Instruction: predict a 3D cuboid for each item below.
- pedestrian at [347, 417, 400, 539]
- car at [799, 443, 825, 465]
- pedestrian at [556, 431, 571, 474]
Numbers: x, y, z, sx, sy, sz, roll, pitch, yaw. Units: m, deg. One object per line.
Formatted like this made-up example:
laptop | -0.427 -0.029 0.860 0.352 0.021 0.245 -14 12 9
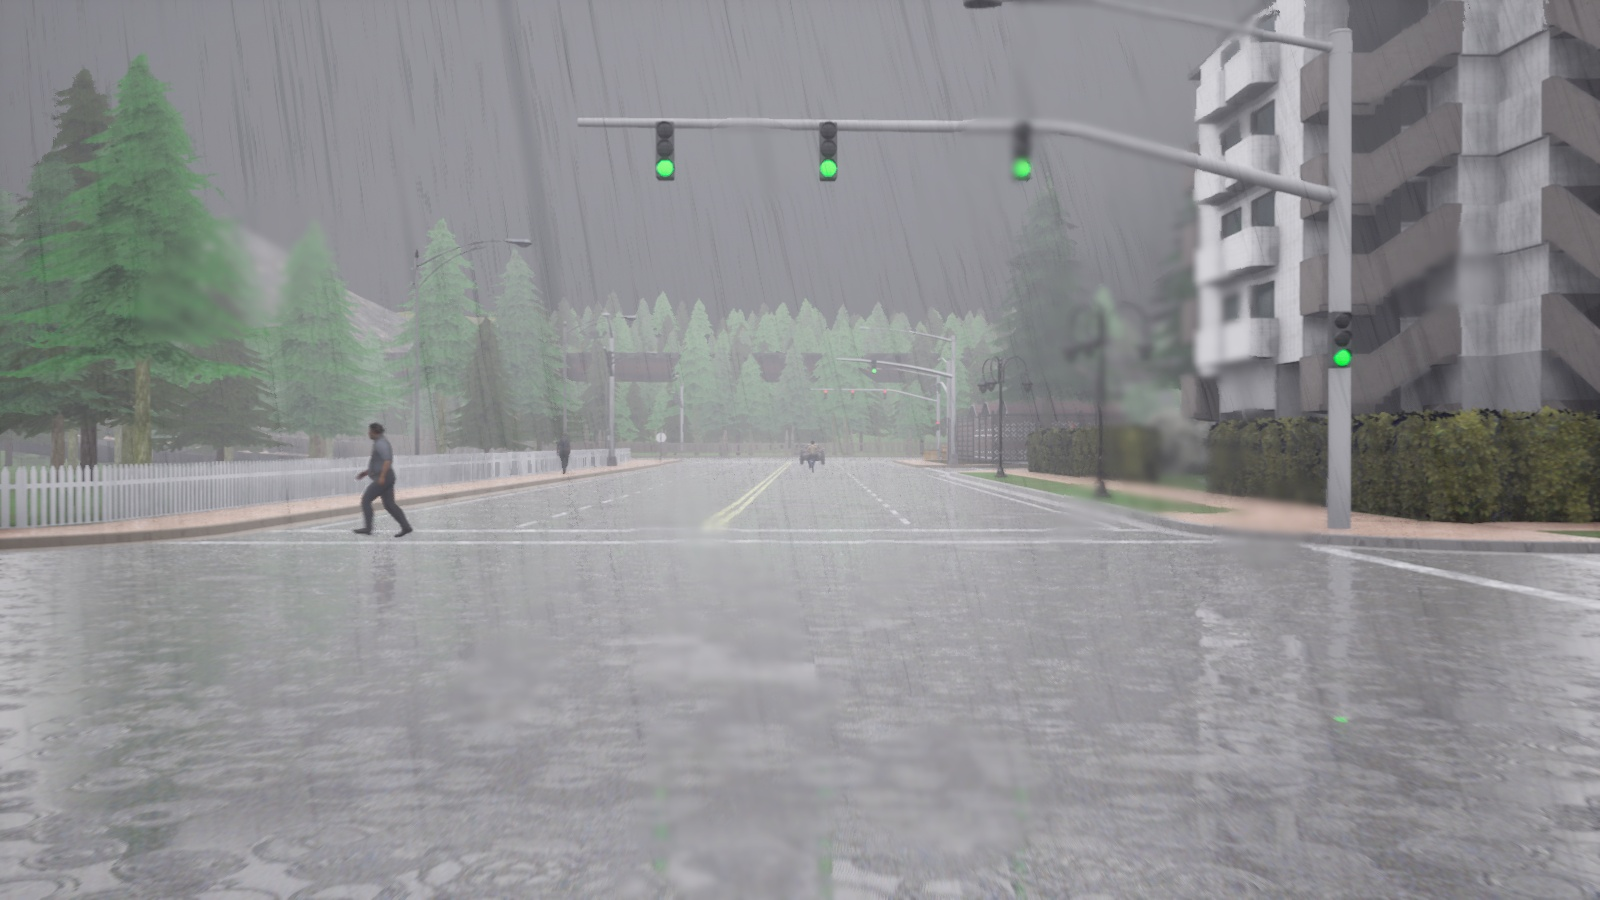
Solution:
pedestrian | -6.573 0.426 19.370 0.694 1.848 0.540 0 0 -8
car | 0.855 0.260 88.584 1.816 1.474 4.193 0 0 1
pedestrian | -10.167 0.091 54.025 0.540 1.848 0.694 0 0 -1
